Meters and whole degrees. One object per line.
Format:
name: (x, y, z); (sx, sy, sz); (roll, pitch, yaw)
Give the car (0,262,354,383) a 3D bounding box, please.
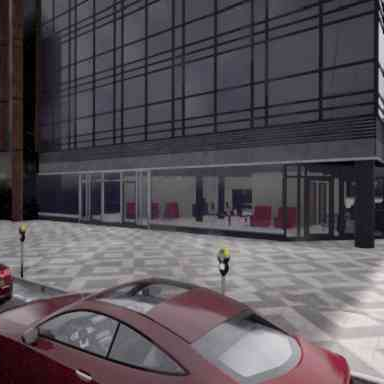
car: (-0.593, 1.581, 3.377); (4.206, 1.307, 1.802); (0, 0, 35)
